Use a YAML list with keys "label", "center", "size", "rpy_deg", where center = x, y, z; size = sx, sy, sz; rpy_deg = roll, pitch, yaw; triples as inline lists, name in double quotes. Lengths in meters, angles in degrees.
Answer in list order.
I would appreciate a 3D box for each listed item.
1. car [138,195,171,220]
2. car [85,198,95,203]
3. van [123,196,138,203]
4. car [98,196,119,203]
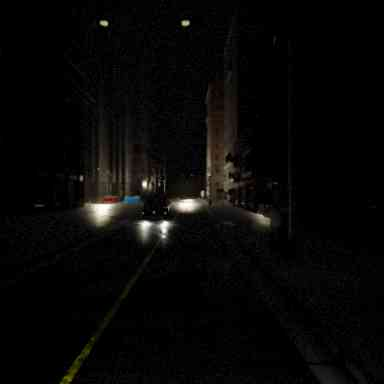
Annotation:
- label: "car"
  center: [-3.082, 1.313, 29.871]
  size: [2.150, 2.045, 5.566]
  rpy_deg: [0, 0, 0]
- label: "car"
  center: [-25.955, 2.055, 81.268]
  size: [4.313, 1.339, 1.947]
  rpy_deg: [0, 0, -1]
- label: "van"
  center: [-14.674, 1.835, 81.435]
  size: [3.998, 1.788, 1.690]
  rpy_deg: [0, 0, -1]
- label: "car"
  center: [-20.315, 1.808, 81.352]
  size: [5.009, 1.841, 2.192]
  rpy_deg: [0, 0, -1]
